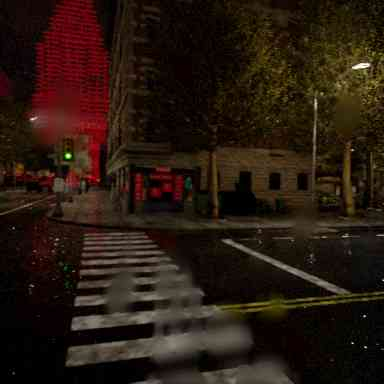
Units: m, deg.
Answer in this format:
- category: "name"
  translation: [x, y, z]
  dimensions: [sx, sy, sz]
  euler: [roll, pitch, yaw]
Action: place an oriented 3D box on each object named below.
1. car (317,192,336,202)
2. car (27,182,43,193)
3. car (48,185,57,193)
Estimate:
- category: "car"
  translation: [18.103, 0.766, 46.740]
  dimensions: [1.837, 1.490, 4.892]
  euler: [1, 1, -16]
- category: "car"
  translation: [-30.037, -0.960, 63.594]
  dimensions: [2.150, 2.045, 5.566]
  euler: [1, 1, -16]
- category: "car"
  translation: [-26.618, -0.589, 64.355]
  dimensions: [2.033, 1.411, 5.357]
  euler: [1, 1, -16]
